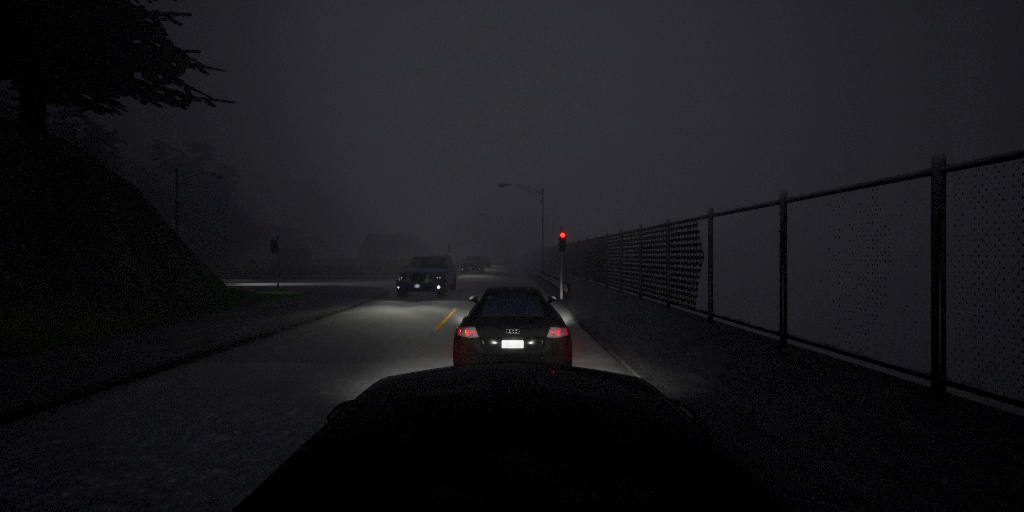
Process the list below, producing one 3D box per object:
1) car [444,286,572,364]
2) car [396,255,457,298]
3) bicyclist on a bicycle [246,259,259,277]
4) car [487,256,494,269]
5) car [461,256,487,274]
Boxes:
[{"bbox_3d":[0.017,1.314,7.477,1.994,1.385,4.181,0,0,0],"label":"car"},{"bbox_3d":[-4.239,0.971,18.704,2.150,2.045,5.566,0,0,0],"label":"car"},{"bbox_3d":[-24.055,1.099,33.289,0.582,1.620,1.656,0,0,0],"label":"bicyclist on a bicycle"},{"bbox_3d":[-4.549,0.971,57.417,2.150,2.045,5.566,0,0,0],"label":"car"},{"bbox_3d":[-4.426,0.971,41.148,2.150,2.045,5.566,0,0,0],"label":"car"}]
